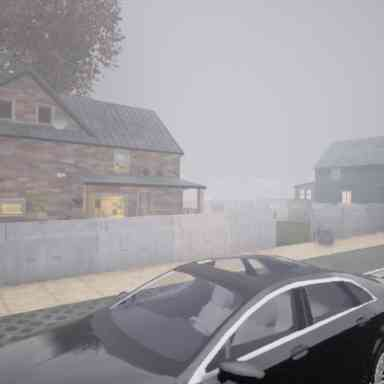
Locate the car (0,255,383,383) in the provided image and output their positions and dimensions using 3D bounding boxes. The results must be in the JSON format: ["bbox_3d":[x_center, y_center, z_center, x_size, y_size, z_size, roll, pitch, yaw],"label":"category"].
[{"bbox_3d":[0.366,1.493,3.338,4.902,1.511,2.128,0,0,-35],"label":"car"}]
